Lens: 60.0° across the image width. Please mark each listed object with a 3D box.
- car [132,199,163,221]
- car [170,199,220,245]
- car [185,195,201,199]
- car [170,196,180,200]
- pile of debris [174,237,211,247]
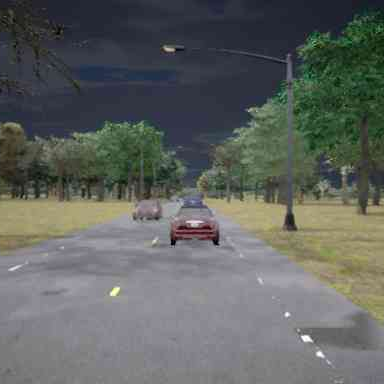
[{"bbox_3d":[-3.566,1.408,27.444,2.097,1.767,4.553,0,0,0],"label":"car"},{"bbox_3d":[0.117,1.372,15.791,2.097,1.767,4.553,0,0,0],"label":"car"},{"bbox_3d":[0.142,1.333,38.322,2.150,2.045,5.566,0,0,0],"label":"car"},{"bbox_3d":[-3.425,1.429,68.510,1.882,1.535,5.008,0,0,0],"label":"car"},{"bbox_3d":[0.016,2.193,14.661,1.500,0.140,1.860,0,0,0],"label":"pile of debris"}]
